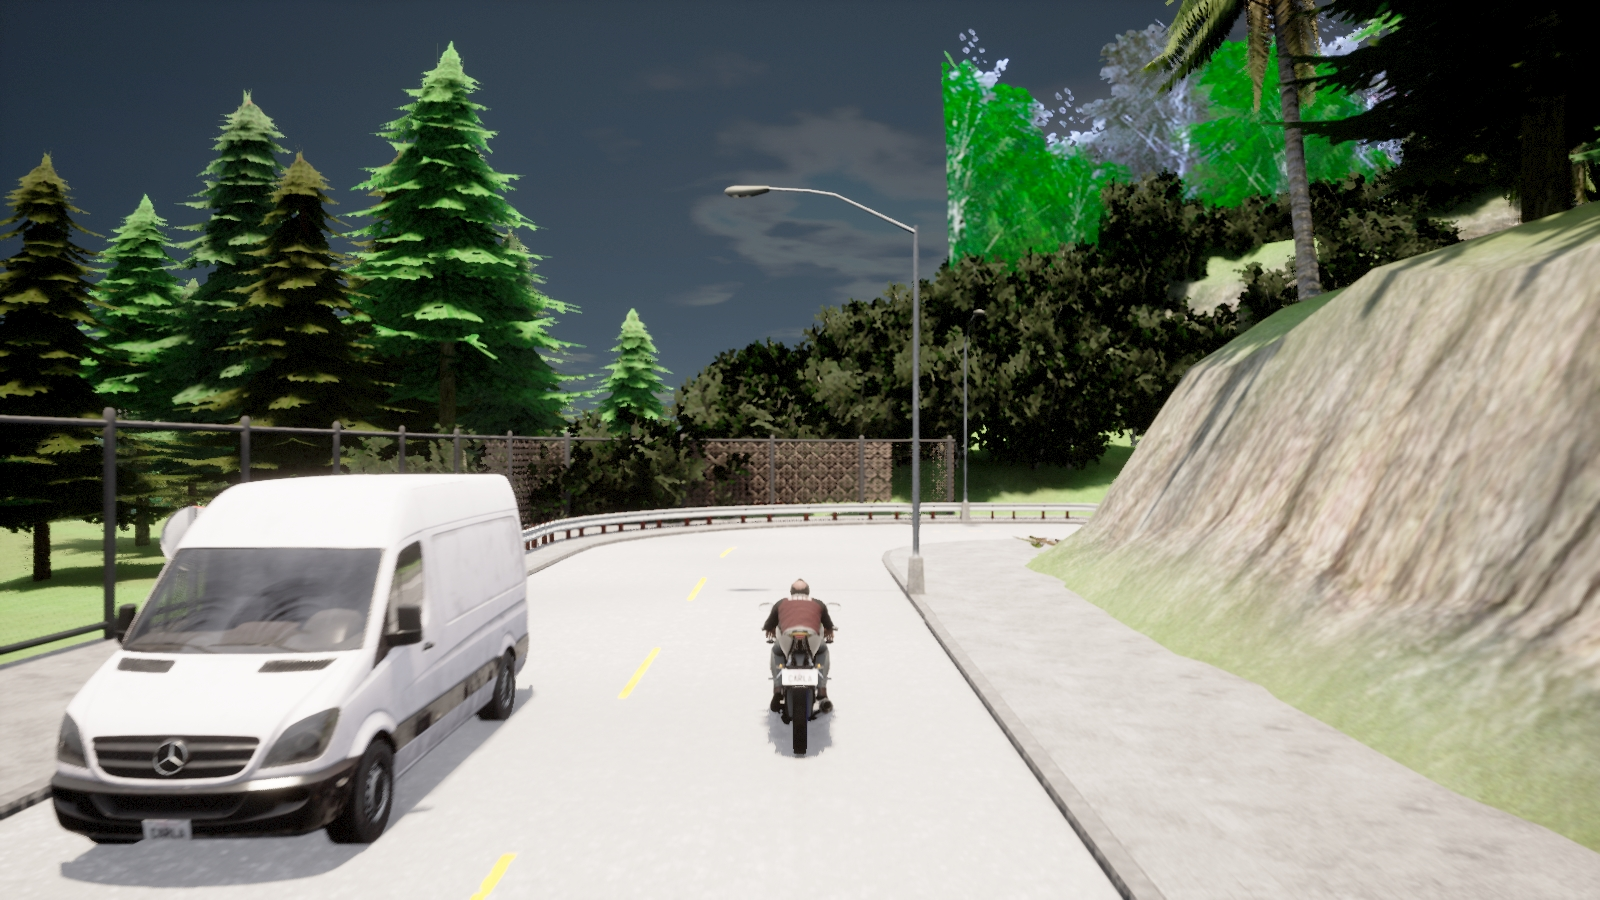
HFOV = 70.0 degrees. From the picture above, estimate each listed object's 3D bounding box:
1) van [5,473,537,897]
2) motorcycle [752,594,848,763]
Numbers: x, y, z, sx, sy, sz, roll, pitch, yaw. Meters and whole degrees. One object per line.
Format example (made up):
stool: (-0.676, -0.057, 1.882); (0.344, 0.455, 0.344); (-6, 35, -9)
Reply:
van: (-4.007, 1.534, 10.137); (1.988, 2.561, 5.915); (0, 0, 0)
motorcycle: (-0.001, 2.203, 11.440); (0.867, 1.251, 2.209); (0, 0, 0)
